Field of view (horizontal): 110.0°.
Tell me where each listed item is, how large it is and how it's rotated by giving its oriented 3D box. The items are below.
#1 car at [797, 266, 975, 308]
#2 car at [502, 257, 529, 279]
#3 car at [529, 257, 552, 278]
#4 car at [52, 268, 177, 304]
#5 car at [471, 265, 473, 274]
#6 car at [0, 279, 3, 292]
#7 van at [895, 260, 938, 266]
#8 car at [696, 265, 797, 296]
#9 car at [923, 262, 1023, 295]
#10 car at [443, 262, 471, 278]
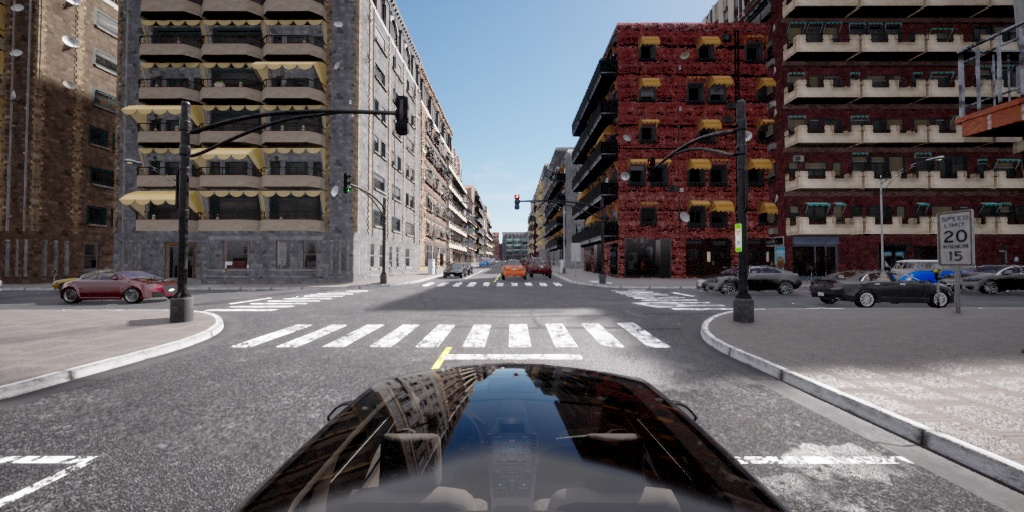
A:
[{"bbox_3d":[13.758,1.185,13.425,4.403,1.370,2.007,0,0,0],"label":"car"},{"bbox_3d":[0.148,1.113,32.504,2.097,1.767,4.553,0,0,-1],"label":"car"},{"bbox_3d":[2.602,1.076,33.731,2.192,1.841,5.009,0,0,0],"label":"car"},{"bbox_3d":[-17.192,1.339,16.014,4.181,1.385,1.994,0,-1,0],"label":"car"},{"bbox_3d":[-5.273,1.331,39.255,1.948,1.339,4.313,0,0,0],"label":"car"},{"bbox_3d":[-26.680,1.027,16.055,5.566,2.045,2.150,0,-1,0],"label":"car"},{"bbox_3d":[24.925,1.115,21.265,3.998,1.789,1.690,0,0,0],"label":"van"},{"bbox_3d":[12.350,1.244,18.861,4.902,1.511,2.128,0,-1,0],"label":"car"},{"bbox_3d":[25.415,1.214,18.811,4.902,1.511,2.128,0,-1,0],"label":"car"},{"bbox_3d":[-5.279,1.328,33.694,1.948,1.339,4.313,0,0,0],"label":"car"}]
